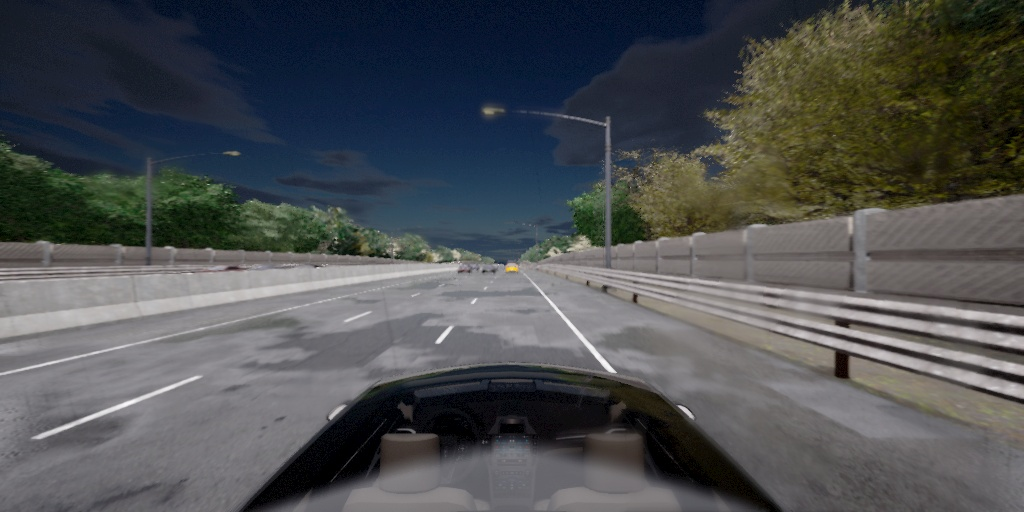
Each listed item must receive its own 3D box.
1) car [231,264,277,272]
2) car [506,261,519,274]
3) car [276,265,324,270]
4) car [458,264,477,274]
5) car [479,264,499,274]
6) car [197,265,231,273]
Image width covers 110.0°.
[{"bbox_3d":[-21.084,1.480,31.024,2.128,1.511,4.902,0,-1,0],"label":"car"},{"bbox_3d":[-0.008,1.848,54.174,1.882,1.535,5.008,0,-1,0],"label":"car"},{"bbox_3d":[-17.584,1.491,30.862,1.837,1.490,4.892,0,-1,0],"label":"car"},{"bbox_3d":[-7.008,1.918,54.172,2.033,1.411,5.357,0,-1,0],"label":"car"},{"bbox_3d":[-3.508,1.942,54.555,1.994,1.385,4.181,0,-1,0],"label":"car"},{"bbox_3d":[-24.581,1.506,30.474,1.812,1.442,4.674,0,-1,0],"label":"car"}]
